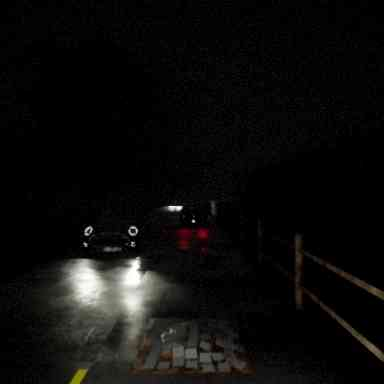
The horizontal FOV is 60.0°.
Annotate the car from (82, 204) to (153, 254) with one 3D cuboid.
[{"bbox_3d":[-2.852,1.366,13.550,2.097,1.767,4.553,0,0,0],"label":"car"}]

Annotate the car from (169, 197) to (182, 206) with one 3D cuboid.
[{"bbox_3d":[-2.671,1.552,56.112,2.128,1.511,4.902,0,0,2],"label":"car"}]

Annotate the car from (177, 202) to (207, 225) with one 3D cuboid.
[{"bbox_3d":[0.088,1.634,24.235,1.895,1.301,4.718,0,0,0],"label":"car"}]

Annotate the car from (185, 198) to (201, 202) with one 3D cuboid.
[{"bbox_3d":[0.100,1.567,42.136,1.837,1.490,4.892,0,0,0],"label":"car"}]
